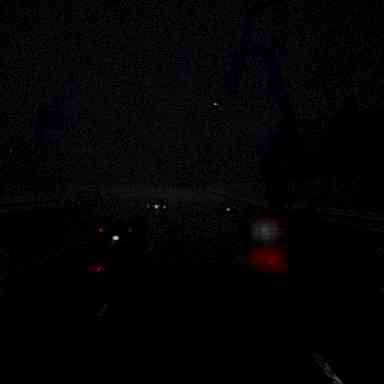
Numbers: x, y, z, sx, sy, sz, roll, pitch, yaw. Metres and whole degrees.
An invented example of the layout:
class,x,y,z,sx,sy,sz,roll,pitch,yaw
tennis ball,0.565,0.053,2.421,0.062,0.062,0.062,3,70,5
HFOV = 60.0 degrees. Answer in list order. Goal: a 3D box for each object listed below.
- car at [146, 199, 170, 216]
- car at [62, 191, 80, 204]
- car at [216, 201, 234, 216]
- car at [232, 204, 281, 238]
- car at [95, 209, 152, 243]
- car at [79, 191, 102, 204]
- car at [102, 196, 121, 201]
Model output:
class,x,y,z,sx,sy,sz,roll,pitch,yaw
car,-3.407,1.466,34.027,2.097,1.767,4.553,0,1,0
car,-21.038,0.944,59.054,2.150,2.045,5.566,0,1,1
car,3.593,1.670,34.920,1.994,1.385,4.181,0,1,0
car,3.597,1.667,18.708,1.837,1.490,4.892,0,0,0
car,-3.403,1.756,17.070,1.895,1.301,4.718,0,0,0
car,-17.542,0.943,59.124,2.150,2.045,5.566,0,1,1
car,-14.044,1.321,59.232,1.895,1.301,4.718,0,1,1
